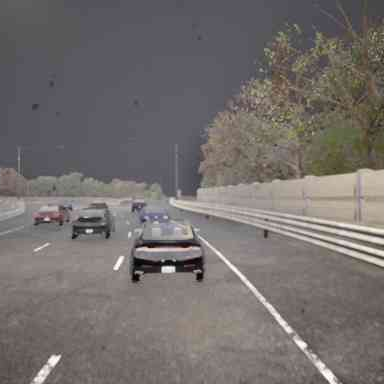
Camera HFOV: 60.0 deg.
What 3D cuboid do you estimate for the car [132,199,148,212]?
[{"bbox_3d":[-6.527,1.638,41.685,1.882,1.535,5.008,0,0,-10],"label":"car"}]

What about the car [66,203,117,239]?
[{"bbox_3d":[-5.217,1.577,17.938,1.837,1.490,4.892,0,0,-10],"label":"car"}]

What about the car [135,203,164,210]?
[{"bbox_3d":[-2.798,1.691,23.637,1.895,1.301,4.718,0,0,-12],"label":"car"}]

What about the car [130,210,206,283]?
[{"bbox_3d":[-0.736,1.529,9.866,2.128,1.511,4.902,0,0,-5],"label":"car"}]

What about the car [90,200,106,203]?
[{"bbox_3d":[-11.141,1.635,39.177,1.882,1.535,5.008,0,0,-21],"label":"car"}]

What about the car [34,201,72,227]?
[{"bbox_3d":[-9.988,1.626,23.953,1.812,1.442,4.674,0,0,-13],"label":"car"}]

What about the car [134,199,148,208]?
[{"bbox_3d":[-8.040,1.804,52.837,1.895,1.301,4.718,0,0,-6],"label":"car"}]
